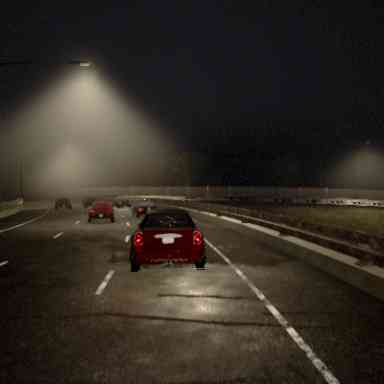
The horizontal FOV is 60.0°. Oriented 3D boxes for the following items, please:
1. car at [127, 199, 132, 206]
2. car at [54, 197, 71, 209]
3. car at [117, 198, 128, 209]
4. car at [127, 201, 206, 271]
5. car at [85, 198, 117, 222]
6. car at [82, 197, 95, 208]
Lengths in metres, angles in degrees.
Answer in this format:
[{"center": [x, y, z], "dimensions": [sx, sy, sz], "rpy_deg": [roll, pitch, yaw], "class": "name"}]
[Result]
[{"center": [-4.152, 1.446, 29.076], "dimensions": [2.033, 1.411, 5.357], "rpy_deg": [0, 0, -16], "class": "car"}, {"center": [-16.567, 1.412, 42.677], "dimensions": [1.812, 1.442, 4.674], "rpy_deg": [0, 0, -24], "class": "car"}, {"center": [-9.133, 1.461, 43.143], "dimensions": [1.895, 1.301, 4.718], "rpy_deg": [0, 0, -23], "class": "car"}, {"center": [-0.846, 1.311, 11.019], "dimensions": [2.097, 1.767, 4.553], "rpy_deg": [0, 0, -6], "class": "car"}, {"center": [-6.884, 1.448, 25.464], "dimensions": [1.812, 1.442, 4.674], "rpy_deg": [0, 0, -13], "class": "car"}, {"center": [-13.571, 1.395, 44.526], "dimensions": [1.812, 1.442, 4.674], "rpy_deg": [0, 0, -24], "class": "car"}]
